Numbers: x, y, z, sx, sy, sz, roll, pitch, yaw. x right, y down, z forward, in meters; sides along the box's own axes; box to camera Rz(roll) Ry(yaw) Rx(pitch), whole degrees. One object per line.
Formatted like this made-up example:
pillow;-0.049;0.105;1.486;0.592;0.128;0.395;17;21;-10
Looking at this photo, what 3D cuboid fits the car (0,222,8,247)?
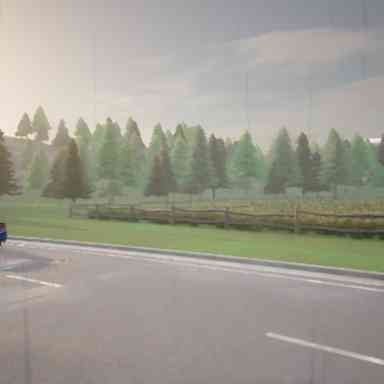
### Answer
car;-9.756;1.577;13.607;5.008;1.535;1.882;-1;0;27
